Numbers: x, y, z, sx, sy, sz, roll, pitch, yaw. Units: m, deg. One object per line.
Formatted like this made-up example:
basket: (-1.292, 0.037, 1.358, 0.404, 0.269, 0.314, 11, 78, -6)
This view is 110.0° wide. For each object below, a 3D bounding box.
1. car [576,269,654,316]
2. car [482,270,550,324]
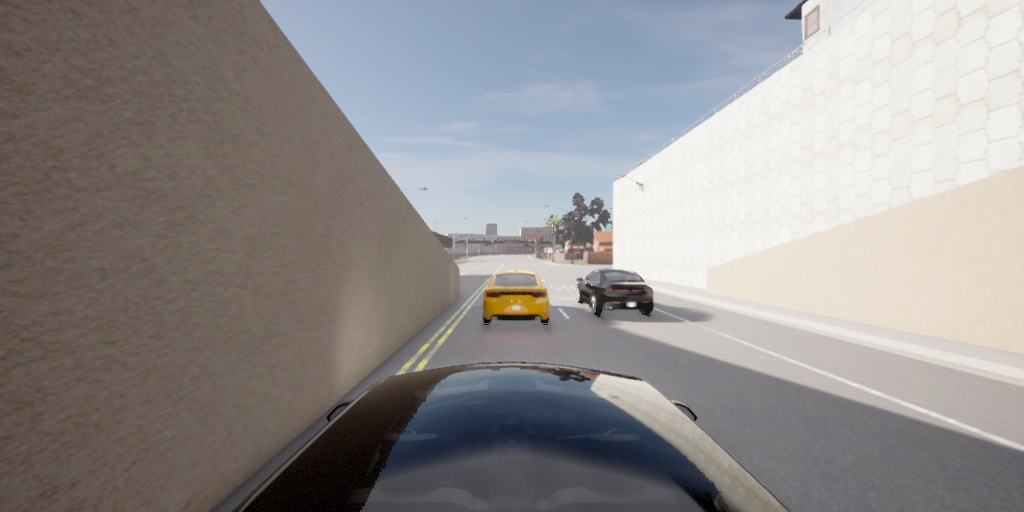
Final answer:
car: (3.600, 1.208, 13.212, 1.837, 1.490, 4.892, 0, 0, 0)
car: (0.116, 1.188, 11.810, 1.882, 1.535, 5.008, 0, 0, 0)
